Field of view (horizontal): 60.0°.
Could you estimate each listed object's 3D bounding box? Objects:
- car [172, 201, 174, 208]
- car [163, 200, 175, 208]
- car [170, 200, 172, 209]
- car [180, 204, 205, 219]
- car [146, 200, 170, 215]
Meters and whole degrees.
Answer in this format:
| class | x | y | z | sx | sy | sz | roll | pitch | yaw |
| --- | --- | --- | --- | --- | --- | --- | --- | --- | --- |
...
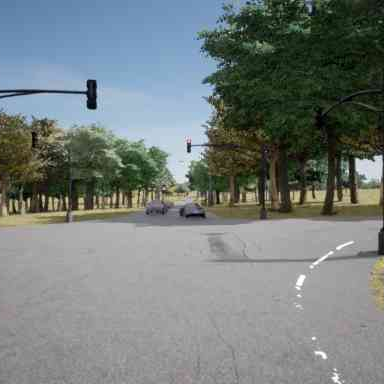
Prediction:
| class | x | y | z | sx | sy | sz | roll | pitch | yaw |
| --- | --- | --- | --- | --- | --- | --- | --- | --- | --- |
| car | -4.554 | 2.274 | 58.255 | 2.033 | 1.411 | 5.357 | 0 | -1 | -1 |
| car | -4.721 | 2.486 | 69.254 | 2.128 | 1.511 | 4.902 | 0 | -2 | -1 |
| car | -4.337 | 2.145 | 48.450 | 1.895 | 1.301 | 4.718 | 0 | -1 | -1 |
| car | -0.015 | 1.834 | 32.806 | 1.994 | 1.385 | 4.181 | 0 | -1 | -11 |
| car | -4.172 | 1.739 | 39.448 | 2.097 | 1.767 | 4.553 | 0 | -1 | 0 |
